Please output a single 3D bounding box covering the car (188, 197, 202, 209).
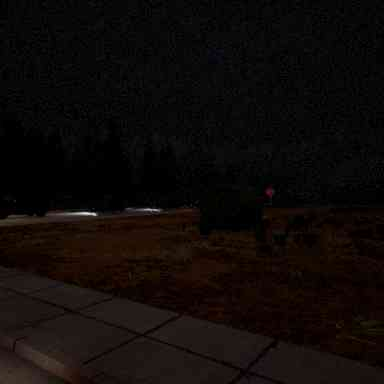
[{"bbox_3d":[1.410,1.526,46.299,1.837,1.490,4.892,0,0,36],"label":"car"}]

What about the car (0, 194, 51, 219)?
[{"bbox_3d":[-15.451,1.242,29.682,2.150,2.045,5.566,0,0,36],"label":"car"}]

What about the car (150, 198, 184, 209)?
[{"bbox_3d":[-3.357,1.568,46.043,2.033,1.411,5.357,0,0,37],"label":"car"}]

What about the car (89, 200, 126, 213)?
[{"bbox_3d":[-9.556,1.585,37.660,1.994,1.385,4.181,0,0,37],"label":"car"}]
